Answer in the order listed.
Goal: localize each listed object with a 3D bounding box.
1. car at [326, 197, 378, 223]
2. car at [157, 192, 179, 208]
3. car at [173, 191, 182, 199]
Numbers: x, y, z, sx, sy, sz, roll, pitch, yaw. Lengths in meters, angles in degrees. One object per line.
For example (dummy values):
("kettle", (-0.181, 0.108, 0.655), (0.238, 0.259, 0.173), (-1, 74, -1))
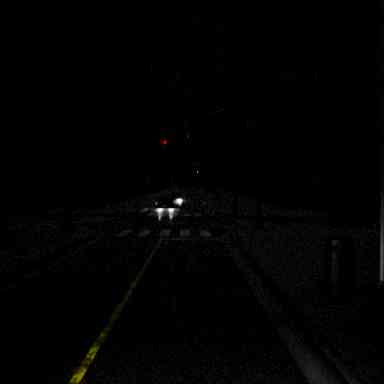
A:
("car", (12.664, 1.310, 24.538), (5.009, 1.841, 2.192), (1, 0, 0))
("car", (-2.924, 1.042, 38.426), (2.033, 1.411, 5.357), (0, 1, 0))
("car", (-2.891, 0.519, 60.493), (1.895, 1.301, 4.718), (0, 2, 0))
